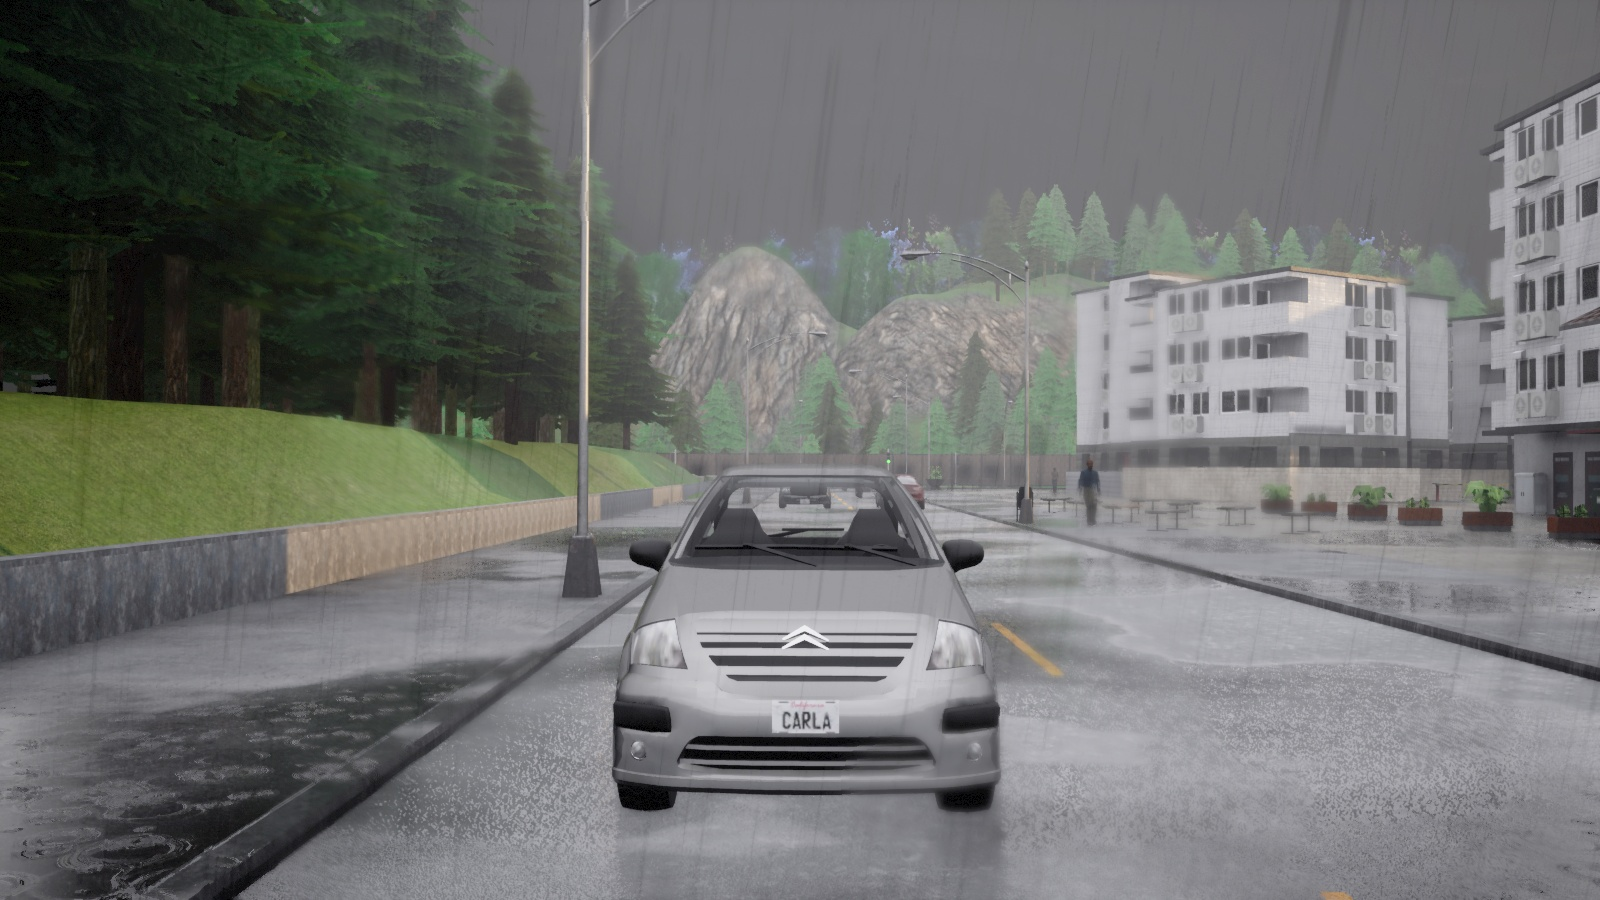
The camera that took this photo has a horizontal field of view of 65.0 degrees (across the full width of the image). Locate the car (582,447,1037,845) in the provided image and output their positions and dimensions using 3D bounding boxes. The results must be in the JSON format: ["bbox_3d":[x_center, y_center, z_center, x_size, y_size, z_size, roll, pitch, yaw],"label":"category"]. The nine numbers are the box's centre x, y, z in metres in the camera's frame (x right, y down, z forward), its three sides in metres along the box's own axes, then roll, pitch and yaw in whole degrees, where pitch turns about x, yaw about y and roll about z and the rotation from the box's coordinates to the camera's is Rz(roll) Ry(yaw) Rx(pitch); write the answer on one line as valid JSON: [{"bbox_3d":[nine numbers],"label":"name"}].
[{"bbox_3d":[0.044,0.832,7.120,1.851,1.617,3.988,0,-1,0],"label":"car"}]

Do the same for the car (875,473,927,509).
[{"bbox_3d":[4.227,1.715,53.229,1.812,1.442,4.674,0,-1,0],"label":"car"}]

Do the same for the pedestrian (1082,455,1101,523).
[{"bbox_3d":[7.933,1.066,34.192,0.370,1.835,0.726,0,-1,1],"label":"pedestrian"}]
